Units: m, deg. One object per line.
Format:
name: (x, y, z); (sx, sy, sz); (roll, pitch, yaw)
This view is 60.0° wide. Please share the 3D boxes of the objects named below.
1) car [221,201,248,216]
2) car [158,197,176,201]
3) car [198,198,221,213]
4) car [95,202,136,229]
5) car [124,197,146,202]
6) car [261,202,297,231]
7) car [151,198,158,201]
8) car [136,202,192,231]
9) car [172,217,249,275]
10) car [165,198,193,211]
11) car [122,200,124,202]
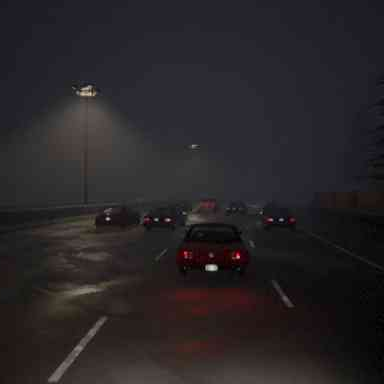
car: (4.746, 1.677, 34.951); (2.033, 1.411, 5.357); (0, 0, 14)
car: (-4.020, 1.727, 63.697); (1.837, 1.490, 4.892); (0, 0, 24)
car: (2.136, 1.492, 38.512); (2.097, 1.767, 4.553); (0, 0, 15)
car: (-4.893, 1.640, 22.542); (1.994, 1.385, 4.181); (0, 0, 9)
car: (-10.783, 1.748, 65.731); (1.812, 1.442, 4.674); (0, 0, 23)
car: (5.469, 1.629, 21.320); (2.033, 1.411, 5.357); (0, 0, 9)
car: (-6.627, 1.789, 66.473); (1.994, 1.385, 4.181); (0, 0, 24)
car: (-1.616, 1.622, 21.256); (2.033, 1.411, 5.357); (0, 0, 9)
car: (0.681, 1.640, 10.646); (1.895, 1.301, 4.718); (0, 0, 5)
car: (-1.266, 1.703, 39.330); (1.994, 1.385, 4.181); (0, 0, 15)
car: (-12.827, 1.760, 69.770); (1.812, 1.442, 4.674); (0, 0, 24)
